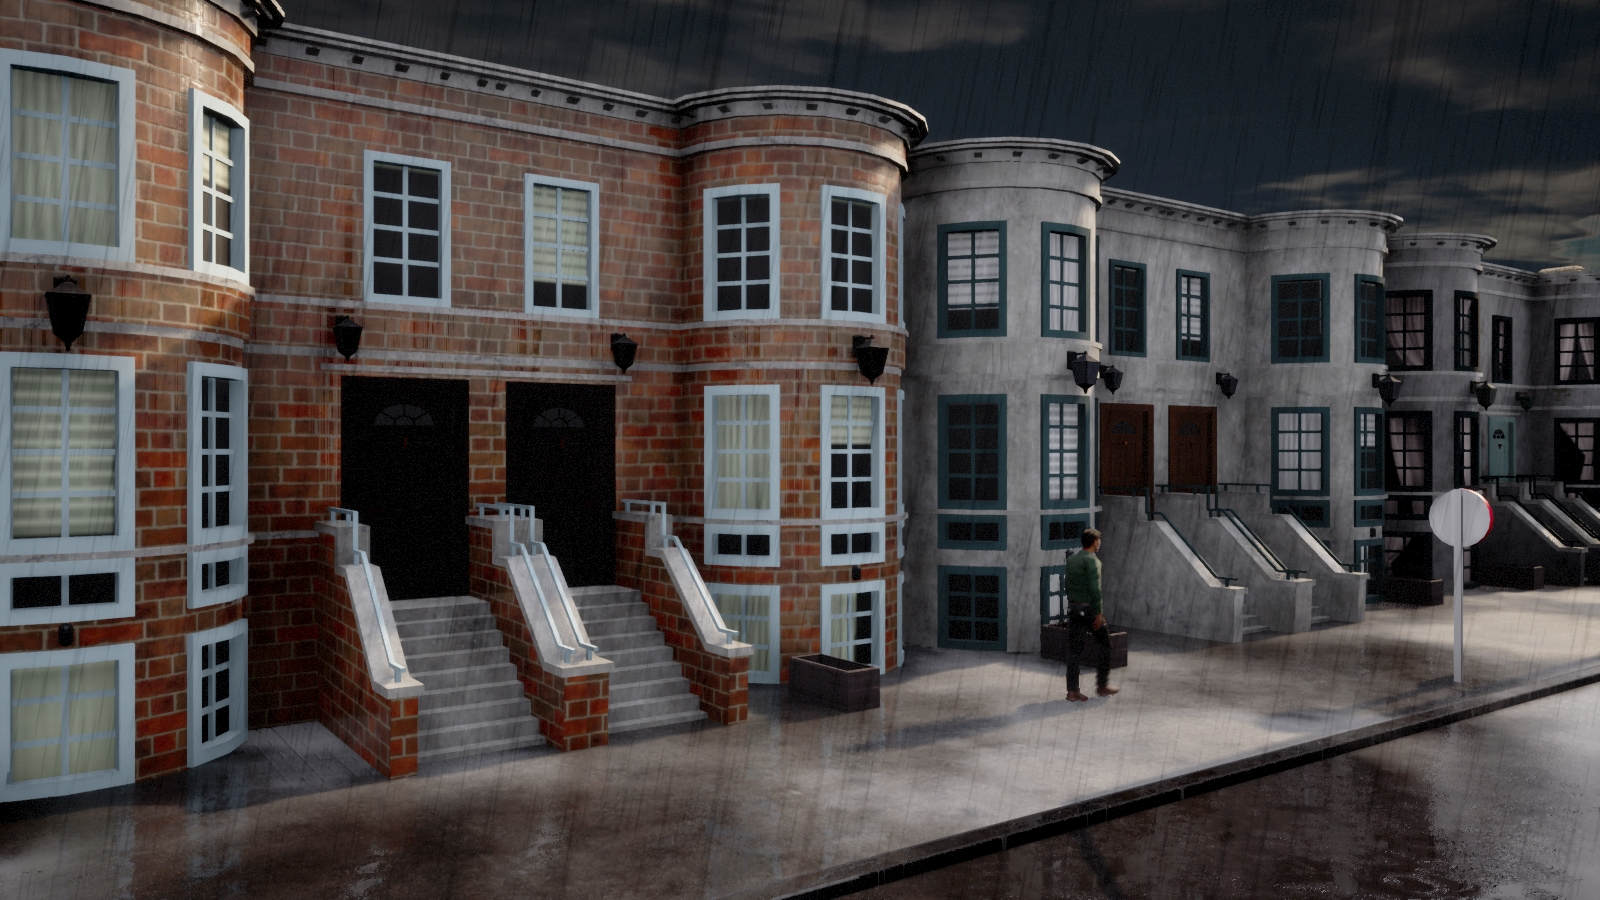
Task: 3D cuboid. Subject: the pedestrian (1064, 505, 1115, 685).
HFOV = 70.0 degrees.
[{"bbox_3d":[3.080,1.524,12.163,0.375,1.860,0.375,0,0,-27],"label":"pedestrian"}]
